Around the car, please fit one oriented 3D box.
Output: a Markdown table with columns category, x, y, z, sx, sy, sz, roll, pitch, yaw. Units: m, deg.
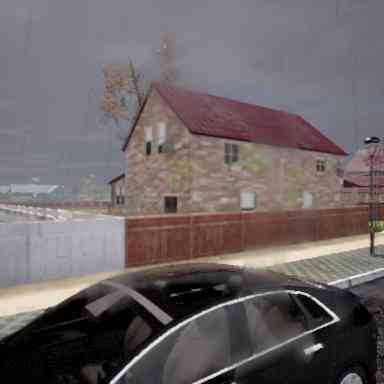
| category | x | y | z | sx | sy | sz | roll | pitch | yaw |
| --- | --- | --- | --- | --- | --- | --- | --- | --- | --- |
| car | -0.256 | 1.506 | 2.888 | 4.892 | 1.490 | 1.837 | 1 | 0 | -36 |
